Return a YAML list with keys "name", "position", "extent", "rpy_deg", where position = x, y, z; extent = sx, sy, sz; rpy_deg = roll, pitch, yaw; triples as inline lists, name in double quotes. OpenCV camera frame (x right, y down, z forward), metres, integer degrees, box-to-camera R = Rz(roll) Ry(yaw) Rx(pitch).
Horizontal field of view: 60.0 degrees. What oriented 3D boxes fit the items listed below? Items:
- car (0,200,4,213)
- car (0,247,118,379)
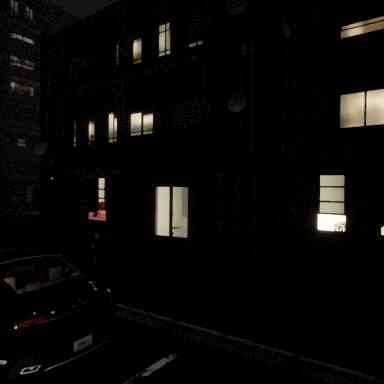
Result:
- name: "car"
  position: [-23.258, 1.622, 36.177]
  extent: [2.008, 1.369, 4.403]
  rpy_deg: [1, 0, 36]
- name: "car"
  position: [-3.065, 1.549, 5.200]
  extent: [4.403, 1.369, 2.008]
  rpy_deg: [0, 1, 35]
